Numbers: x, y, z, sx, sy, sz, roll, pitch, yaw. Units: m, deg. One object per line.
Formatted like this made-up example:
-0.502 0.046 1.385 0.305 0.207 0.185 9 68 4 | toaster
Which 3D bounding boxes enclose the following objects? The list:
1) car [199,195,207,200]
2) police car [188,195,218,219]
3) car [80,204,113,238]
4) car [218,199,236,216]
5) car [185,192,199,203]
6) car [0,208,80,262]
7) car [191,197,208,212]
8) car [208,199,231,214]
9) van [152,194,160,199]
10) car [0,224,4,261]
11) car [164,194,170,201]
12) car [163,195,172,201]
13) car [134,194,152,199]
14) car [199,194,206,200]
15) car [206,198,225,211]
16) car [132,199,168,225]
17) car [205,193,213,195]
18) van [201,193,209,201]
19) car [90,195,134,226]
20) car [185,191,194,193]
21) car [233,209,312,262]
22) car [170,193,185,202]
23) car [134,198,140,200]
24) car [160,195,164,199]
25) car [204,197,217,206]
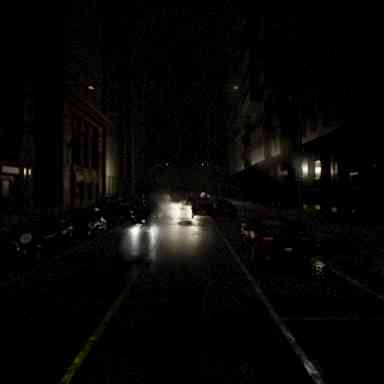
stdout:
2.779 1.350 84.618 1.802 1.307 4.206 0 0 0 | car
0.864 1.337 28.555 1.930 1.638 5.238 0 0 0 | police car
-5.757 1.511 17.383 1.947 1.339 4.313 0 0 0 | car
2.770 1.477 28.598 1.947 1.339 4.313 0 0 0 | car
0.011 1.324 63.229 1.837 1.490 4.892 0 0 0 | car
-5.758 1.403 11.781 1.967 1.590 4.097 0 0 0 | car
0.847 1.388 38.449 1.837 1.490 4.892 0 0 0 | car
2.770 1.460 34.199 1.947 1.339 4.313 0 0 0 | car
-5.752 1.205 45.390 1.690 1.788 3.998 0 0 0 | van
-5.759 1.546 6.180 1.947 1.339 4.313 0 0 0 | car
-5.750 1.262 62.196 1.967 1.590 4.097 0 0 0 | car
-5.747 1.363 79.001 1.802 1.307 4.206 0 0 0 | car
-5.754 1.210 34.187 2.192 1.841 5.009 0 0 0 | car
2.780 1.337 90.220 1.802 1.307 4.206 0 0 0 | car
2.772 1.430 39.801 2.008 1.369 4.403 0 0 0 | car
-3.097 1.472 23.845 2.033 1.411 5.357 0 0 0 | car
2.773 1.304 45.403 1.967 1.590 4.097 0 0 0 | car
2.778 1.136 73.413 1.690 1.788 3.998 0 0 0 | van
-5.755 1.243 22.984 2.192 1.841 5.009 0 0 0 | car
0.014 0.854 85.345 2.150 2.045 5.566 0 0 0 | car
2.767 1.507 11.791 1.887 1.381 4.507 0 0 0 | car
-2.989 1.380 67.423 1.812 1.442 4.674 0 0 0 | car
-5.755 1.493 28.586 1.802 1.307 4.206 0 0 0 | car
-5.752 1.375 50.822 1.752 1.417 4.829 0 0 0 | car
2.773 1.431 51.005 1.802 1.307 4.206 0 0 0 | car
